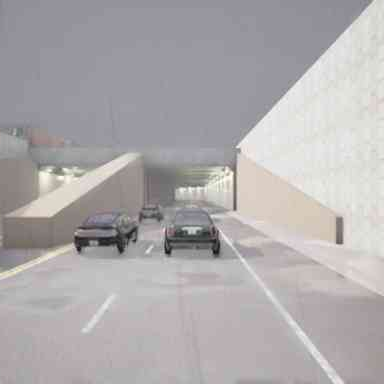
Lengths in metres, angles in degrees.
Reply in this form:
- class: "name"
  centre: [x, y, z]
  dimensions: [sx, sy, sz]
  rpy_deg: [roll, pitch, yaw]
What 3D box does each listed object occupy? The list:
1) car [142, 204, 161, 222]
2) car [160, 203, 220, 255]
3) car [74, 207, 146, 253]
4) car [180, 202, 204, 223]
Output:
- class: "car"
  centre: [-3.493, 1.765, 29.290]
  dimensions: [2.128, 1.511, 4.902]
  rpy_deg: [0, 0, 0]
- class: "car"
  centre: [0.004, 1.482, 14.078]
  dimensions: [2.097, 1.767, 4.553]
  rpy_deg: [0, -1, 0]
- class: "car"
  centre: [-3.494, 1.626, 14.289]
  dimensions: [2.128, 1.511, 4.902]
  rpy_deg: [0, 0, 0]
- class: "car"
  centre: [0.009, 1.752, 29.467]
  dimensions: [1.882, 1.535, 5.008]
  rpy_deg: [0, 0, 0]
